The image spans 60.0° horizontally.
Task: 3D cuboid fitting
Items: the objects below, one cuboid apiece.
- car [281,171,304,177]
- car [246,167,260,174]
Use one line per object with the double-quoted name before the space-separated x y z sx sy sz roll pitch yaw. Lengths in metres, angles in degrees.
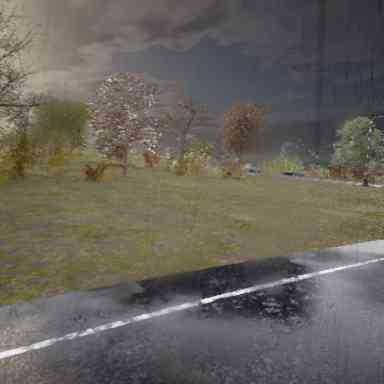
"car" 21.417 -3.888 71.214 1.895 1.301 4.718 0 6 -34
"car" 15.187 -5.249 80.457 2.128 1.511 4.902 0 6 -34
